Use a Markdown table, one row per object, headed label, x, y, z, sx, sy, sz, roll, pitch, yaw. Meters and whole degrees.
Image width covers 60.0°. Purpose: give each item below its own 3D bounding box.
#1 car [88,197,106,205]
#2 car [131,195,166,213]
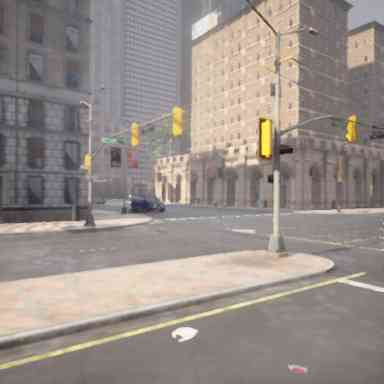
| label | x | y | z | sx | sy | sz | roll | pitch | yaw |
| --- | --- | --- | --- | --- | --- | --- | --- | --- | --- |
| car | -18.408 | 1.732 | 64.248 | 2.033 | 1.411 | 5.357 | 1 | 0 | -35 |
| car | -5.311 | 1.384 | 39.721 | 2.150 | 2.045 | 5.566 | 1 | 1 | -36 |
